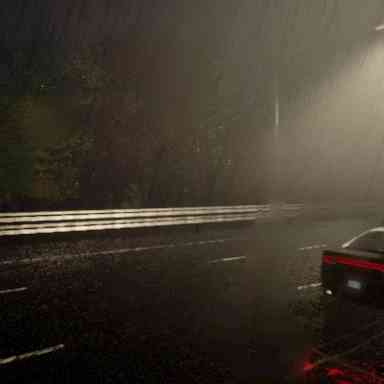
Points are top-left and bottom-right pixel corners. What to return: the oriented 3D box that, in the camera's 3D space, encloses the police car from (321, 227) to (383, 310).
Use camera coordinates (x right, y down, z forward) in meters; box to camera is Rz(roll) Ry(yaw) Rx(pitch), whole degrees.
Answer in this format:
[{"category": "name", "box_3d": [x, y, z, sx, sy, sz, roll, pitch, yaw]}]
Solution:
[{"category": "police car", "box_3d": [5.014, 1.427, 7.295, 5.238, 1.638, 1.930, 0, 0, -34]}]
